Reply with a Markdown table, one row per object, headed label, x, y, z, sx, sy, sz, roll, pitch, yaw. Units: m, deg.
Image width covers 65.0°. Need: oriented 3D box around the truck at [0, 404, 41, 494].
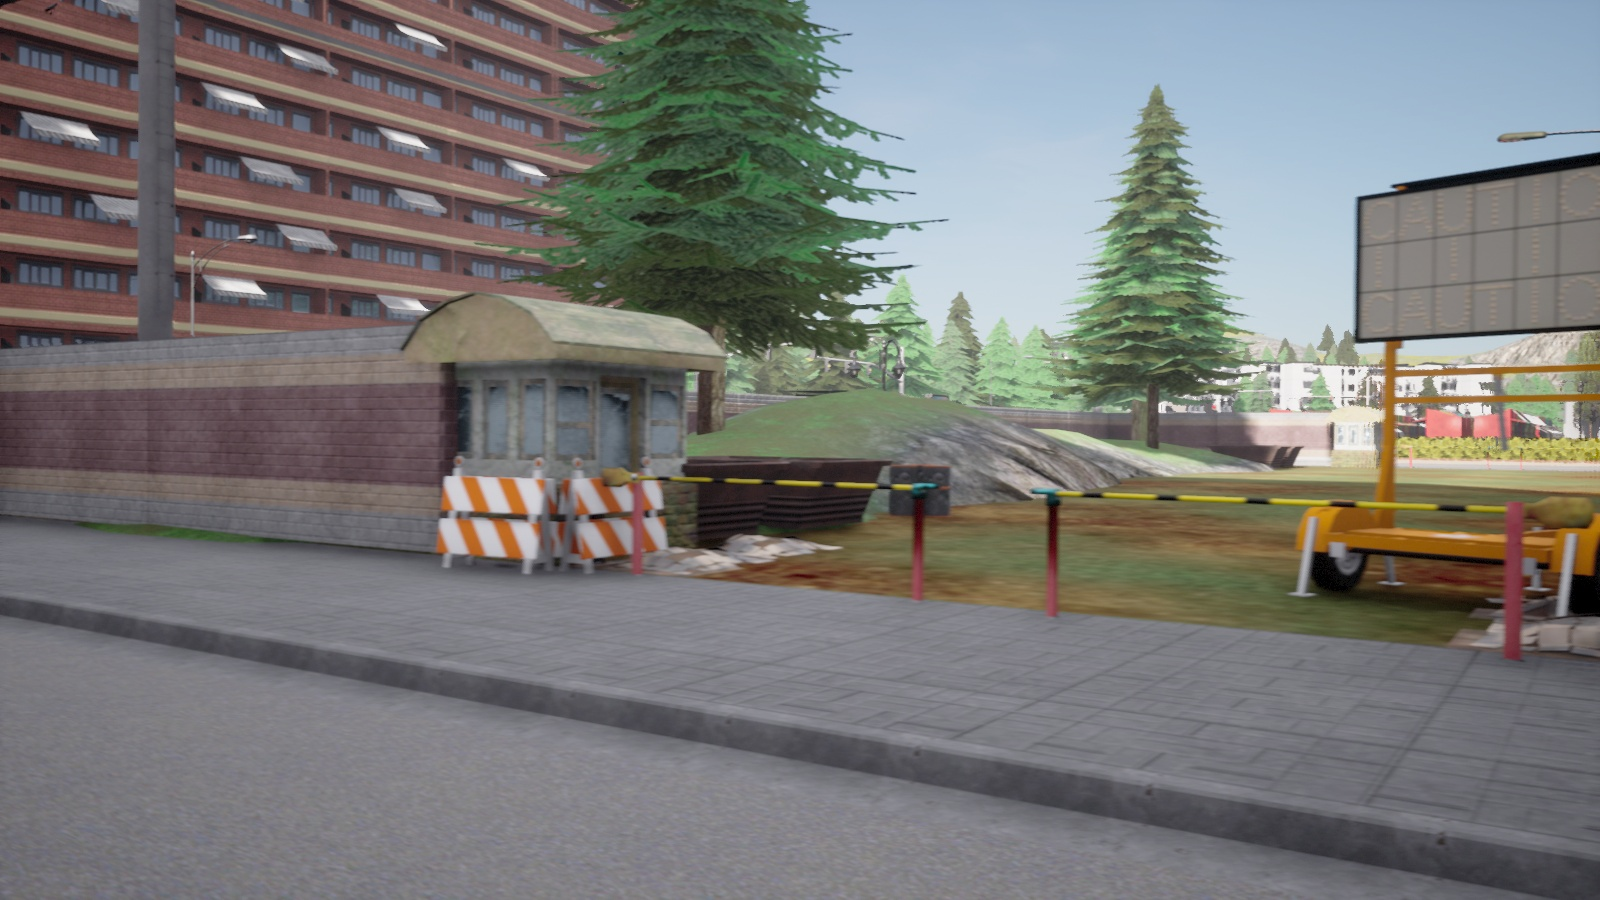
| label | x | y | z | sx | sy | sz | roll | pitch | yaw |
| --- | --- | --- | --- | --- | --- | --- | --- | --- | --- |
| truck | -23.840 | 0.000 | 33.785 | 2.627 | 2.467 | 5.204 | 0 | 1 | 33 |
